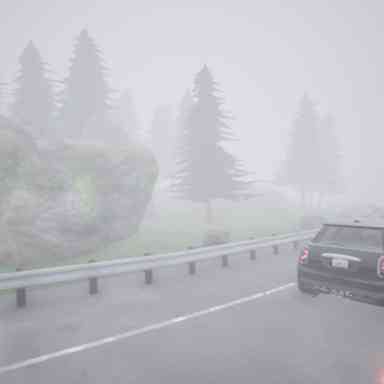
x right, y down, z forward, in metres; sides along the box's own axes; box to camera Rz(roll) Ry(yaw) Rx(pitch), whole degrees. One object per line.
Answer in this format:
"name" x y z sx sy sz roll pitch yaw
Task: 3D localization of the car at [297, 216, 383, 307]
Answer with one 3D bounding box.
"car" 4.414 1.372 7.714 4.553 1.767 2.097 0 0 -41
